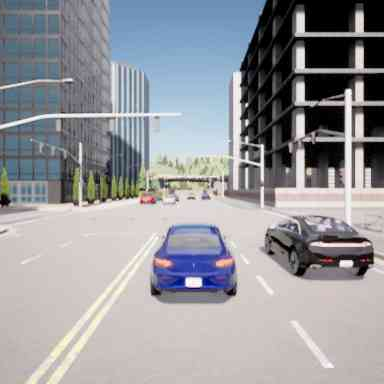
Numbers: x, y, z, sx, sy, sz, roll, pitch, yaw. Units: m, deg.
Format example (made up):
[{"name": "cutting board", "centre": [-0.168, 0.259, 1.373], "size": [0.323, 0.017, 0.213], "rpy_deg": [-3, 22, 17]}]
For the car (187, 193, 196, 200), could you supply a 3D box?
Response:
[{"name": "car", "centre": [-0.136, 1.267, 78.391], "size": [1.895, 1.301, 4.718], "rpy_deg": [0, 0, 0]}]

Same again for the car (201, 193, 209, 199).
[{"name": "car", "centre": [3.349, 1.121, 87.130], "size": [1.837, 1.490, 4.892], "rpy_deg": [0, 0, 0]}]

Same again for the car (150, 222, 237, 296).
[{"name": "car", "centre": [0.045, 1.490, 8.455], "size": [1.812, 1.442, 4.674], "rpy_deg": [0, 0, 0]}]

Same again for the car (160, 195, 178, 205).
[{"name": "car", "centre": [-3.670, 1.301, 53.961], "size": [1.812, 1.442, 4.674], "rpy_deg": [0, 0, 0]}]

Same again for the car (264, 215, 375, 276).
[{"name": "car", "centre": [3.562, 1.449, 10.177], "size": [2.128, 1.511, 4.902], "rpy_deg": [0, 0, -1]}]

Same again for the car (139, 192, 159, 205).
[{"name": "car", "centre": [-7.168, 0.992, 54.388], "size": [2.150, 2.045, 5.566], "rpy_deg": [0, 1, 0]}]

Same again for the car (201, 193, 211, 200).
[{"name": "car", "centre": [3.365, 1.197, 78.055], "size": [1.812, 1.442, 4.674], "rpy_deg": [0, 0, 0]}]

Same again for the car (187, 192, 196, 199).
[{"name": "car", "centre": [-0.151, 0.976, 87.093], "size": [2.097, 1.767, 4.553], "rpy_deg": [0, 0, 0]}]
